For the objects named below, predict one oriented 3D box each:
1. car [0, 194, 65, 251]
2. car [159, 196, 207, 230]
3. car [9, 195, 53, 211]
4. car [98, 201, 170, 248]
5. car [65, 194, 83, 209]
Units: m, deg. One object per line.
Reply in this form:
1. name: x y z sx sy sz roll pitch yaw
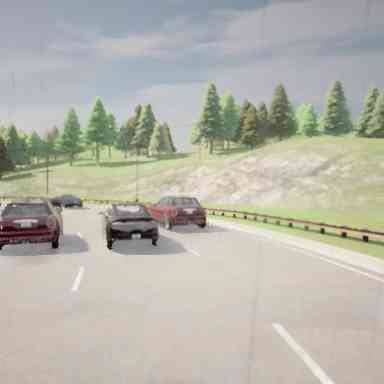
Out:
1. car: -6.316 1.090 13.181 2.097 1.767 4.553 -1 1 -20
2. car: -0.980 0.974 18.244 2.097 1.767 4.553 -1 1 -24
3. car: -15.142 0.986 31.151 4.718 1.301 1.895 1 2 40
4. car: -2.648 1.217 13.398 2.128 1.511 4.902 0 1 -19
5. car: -12.847 0.893 33.616 4.181 1.385 1.994 1 2 41
